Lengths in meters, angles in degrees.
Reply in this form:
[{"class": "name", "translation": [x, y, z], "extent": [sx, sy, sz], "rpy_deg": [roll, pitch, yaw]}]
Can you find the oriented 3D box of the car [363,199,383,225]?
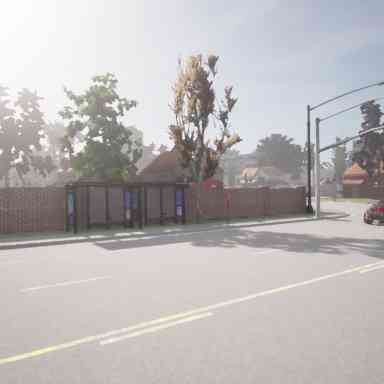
[{"class": "car", "translation": [13.247, 1.227, 21.903], "extent": [4.553, 1.767, 2.097], "rpy_deg": [-1, 0, -35]}]
